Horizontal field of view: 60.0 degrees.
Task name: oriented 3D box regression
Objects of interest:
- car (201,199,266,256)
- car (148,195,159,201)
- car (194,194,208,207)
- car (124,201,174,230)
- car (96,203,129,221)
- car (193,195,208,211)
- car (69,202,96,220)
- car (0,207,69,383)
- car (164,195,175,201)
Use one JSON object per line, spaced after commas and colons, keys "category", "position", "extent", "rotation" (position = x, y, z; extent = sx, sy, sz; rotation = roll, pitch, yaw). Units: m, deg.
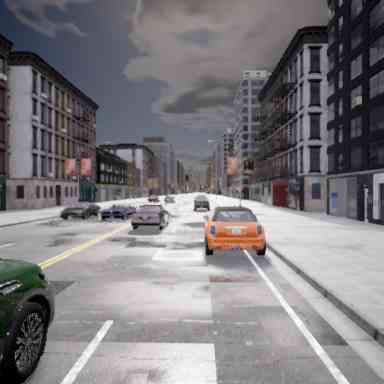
{"category": "car", "position": [1.545, 1.337, 13.277], "extent": [2.097, 1.767, 4.553], "rotation": [0, 0, 2]}
{"category": "car", "position": [-7.866, 1.390, 68.384], "extent": [1.882, 1.535, 5.008], "rotation": [0, 0, 2]}
{"category": "car", "position": [1.433, 1.285, 50.955], "extent": [2.097, 1.767, 4.553], "rotation": [0, 0, 2]}
{"category": "car", "position": [-2.532, 1.523, 21.078], "extent": [2.033, 1.411, 5.357], "rotation": [0, 0, 2]}
{"category": "car", "position": [-5.836, 1.568, 26.618], "extent": [1.895, 1.301, 4.718], "rotation": [0, 0, 2]}
{"category": "car", "position": [1.202, 1.453, 40.455], "extent": [1.837, 1.490, 4.892], "rotation": [0, 0, 2]}
{"category": "car", "position": [-9.062, 1.513, 27.606], "extent": [2.033, 1.411, 5.357], "rotation": [0, 0, 2]}
{"category": "car", "position": [-3.040, 1.219, 2.266], "extent": [2.150, 2.045, 5.566], "rotation": [0, 0, 2]}
{"category": "car", "position": [-4.632, 1.423, 67.895], "extent": [2.128, 1.511, 4.902], "rotation": [0, 0, 2]}
